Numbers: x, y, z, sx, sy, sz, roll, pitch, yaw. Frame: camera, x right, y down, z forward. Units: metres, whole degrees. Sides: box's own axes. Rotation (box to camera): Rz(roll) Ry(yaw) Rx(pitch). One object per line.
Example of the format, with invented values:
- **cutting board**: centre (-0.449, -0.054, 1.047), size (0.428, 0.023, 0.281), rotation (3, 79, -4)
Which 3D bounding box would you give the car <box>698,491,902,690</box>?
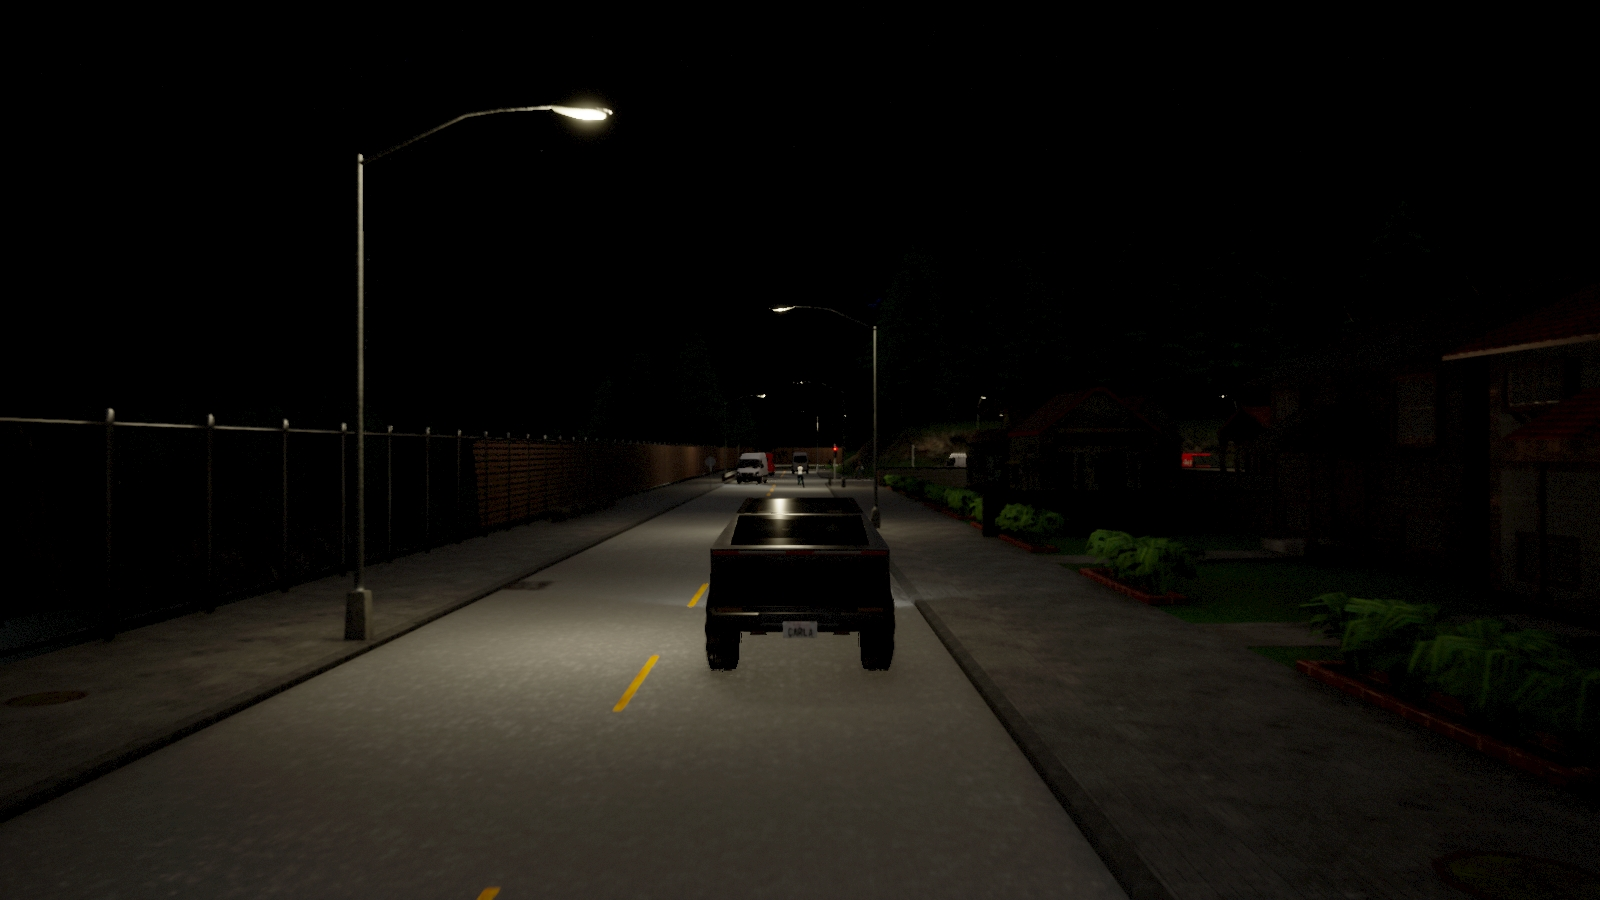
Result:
- **car**: centre (0.001, 1.753, 16.480), size (2.390, 2.098, 6.274), rotation (0, 0, 0)
